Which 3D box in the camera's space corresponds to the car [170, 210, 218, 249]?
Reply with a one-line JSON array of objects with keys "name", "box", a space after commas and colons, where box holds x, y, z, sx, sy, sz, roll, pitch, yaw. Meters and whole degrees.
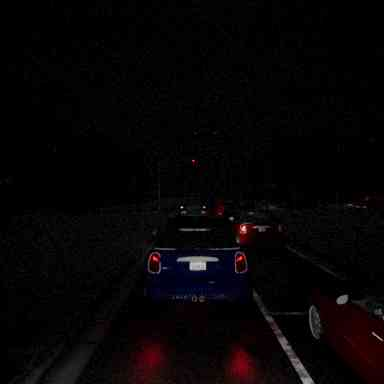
[{"name": "car", "box": [0.088, 1.601, 15.441, 1.895, 1.301, 4.718, 0, 0, 0]}]

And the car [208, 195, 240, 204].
[{"name": "car", "box": [2.616, 1.321, 25.163, 2.192, 1.841, 5.009, -1, 0, 0]}]

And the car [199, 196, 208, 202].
[{"name": "car", "box": [2.597, 1.648, 78.556, 2.008, 1.369, 4.403, -1, 0, 0]}]

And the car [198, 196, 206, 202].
[{"name": "car", "box": [2.595, 1.657, 83.963, 1.887, 1.381, 4.507, -1, 0, 0]}]

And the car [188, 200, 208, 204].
[{"name": "car", "box": [0.092, 1.570, 25.453, 1.994, 1.385, 4.181, 0, 0, -1]}]

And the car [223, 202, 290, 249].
[{"name": "car", "box": [2.622, 1.440, 14.358, 1.967, 1.590, 4.097, -1, 0, 0]}]

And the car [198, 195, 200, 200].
[{"name": "car", "box": [2.602, 1.362, 56.931, 2.192, 1.841, 5.009, -1, 0, 0]}]

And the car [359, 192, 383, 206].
[{"name": "car", "box": [22.507, 0.761, 39.871, 4.553, 1.767, 2.097, -1, 1, 0]}]

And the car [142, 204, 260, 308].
[{"name": "car", "box": [0.066, 1.351, 8.106, 2.097, 1.767, 4.553, 0, 0, -1]}]

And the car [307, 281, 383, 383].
[{"name": "car", "box": [2.628, 1.581, 3.553, 1.802, 1.307, 4.206, -1, 0, 0]}]

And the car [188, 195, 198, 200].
[{"name": "car", "box": [-0.029, 1.617, 76.310, 2.128, 1.511, 4.902, 0, 0, 0]}]

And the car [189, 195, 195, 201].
[{"name": "car", "box": [-0.035, 1.662, 92.053, 1.812, 1.442, 4.674, 0, 0, 0]}]

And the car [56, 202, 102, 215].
[{"name": "car", "box": [-12.476, 1.823, 36.896, 4.902, 1.511, 2.128, -2, 1, 1]}]

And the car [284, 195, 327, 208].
[{"name": "car", "box": [13.555, 1.129, 39.866, 4.892, 1.490, 1.837, -1, 1, 0]}]

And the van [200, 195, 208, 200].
[{"name": "van", "box": [2.605, 1.378, 51.525, 1.690, 1.788, 3.998, -1, 0, 0]}]
